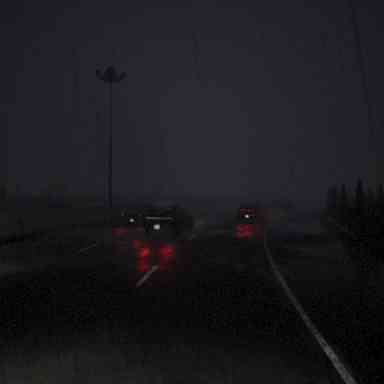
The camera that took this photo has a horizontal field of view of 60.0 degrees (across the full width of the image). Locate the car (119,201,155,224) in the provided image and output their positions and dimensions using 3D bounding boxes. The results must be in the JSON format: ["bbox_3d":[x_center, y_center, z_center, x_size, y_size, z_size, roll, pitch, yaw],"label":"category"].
[{"bbox_3d":[-3.352,1.565,23.989,1.895,1.301,4.718,0,0,16],"label":"car"}]

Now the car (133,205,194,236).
[{"bbox_3d":[-1.157,1.469,18.234,2.128,1.511,4.902,0,0,12],"label":"car"}]

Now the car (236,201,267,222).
[{"bbox_3d":[4.736,1.492,26.372,1.837,1.490,4.892,0,0,18],"label":"car"}]

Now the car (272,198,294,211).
[{"bbox_3d":[11.321,1.516,41.247,1.812,1.442,4.674,0,0,29],"label":"car"}]

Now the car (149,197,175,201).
[{"bbox_3d":[-3.902,1.535,50.325,1.895,1.301,4.718,0,0,30],"label":"car"}]

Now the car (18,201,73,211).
[{"bbox_3d":[-10.648,1.434,24.334,2.128,1.511,4.902,0,0,15],"label":"car"}]

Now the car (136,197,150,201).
[{"bbox_3d":[-7.116,1.489,51.734,1.994,1.385,4.181,0,0,29],"label":"car"}]
